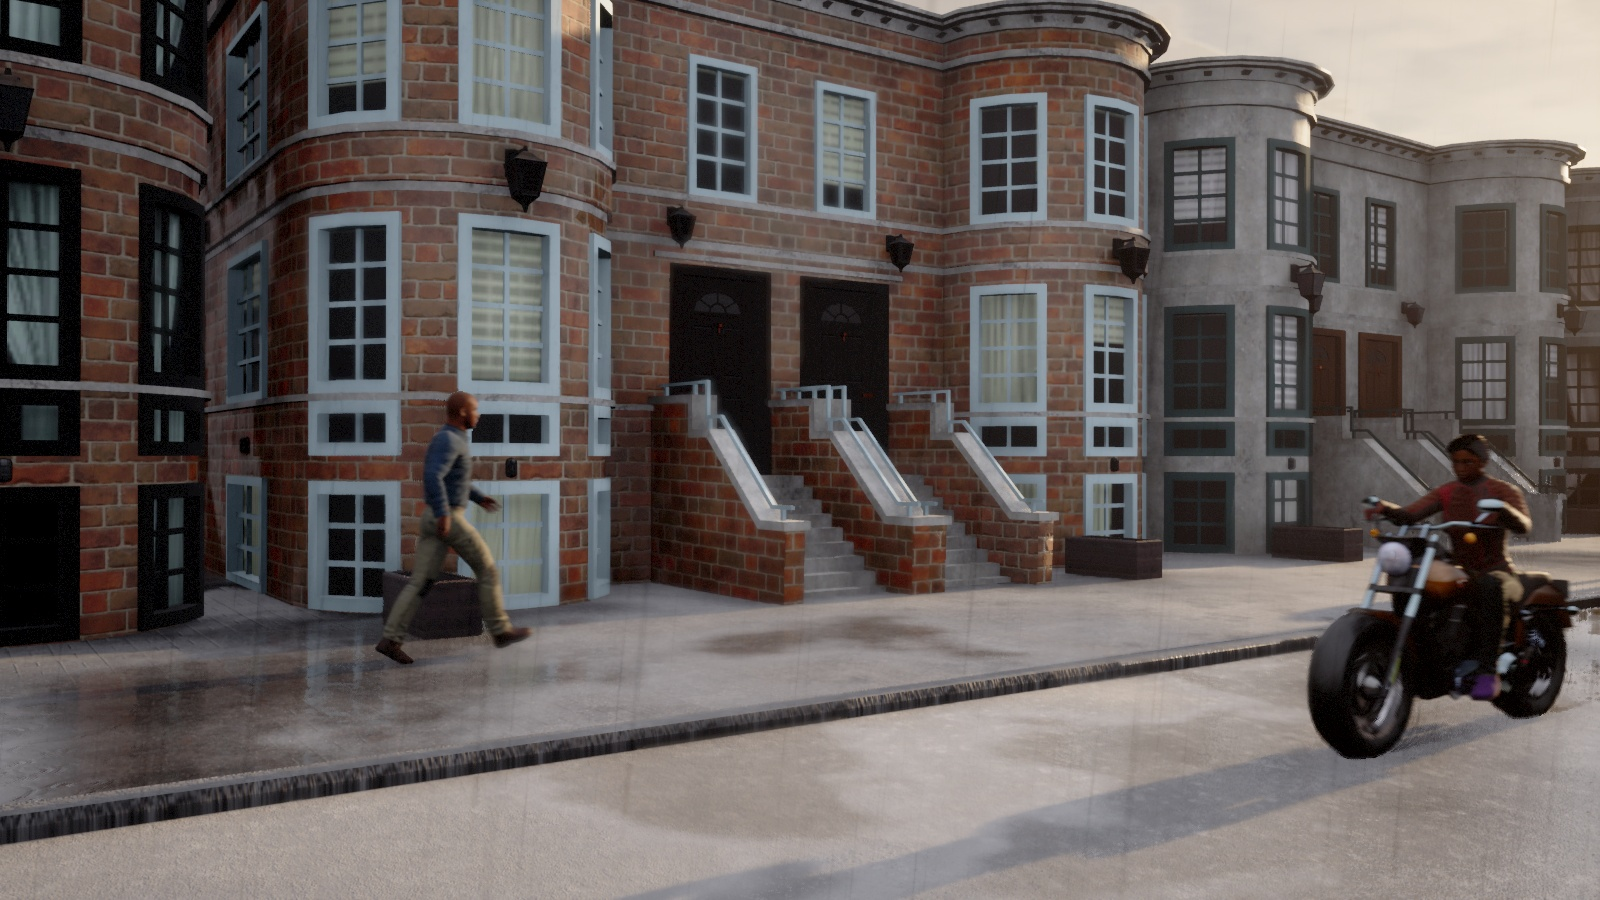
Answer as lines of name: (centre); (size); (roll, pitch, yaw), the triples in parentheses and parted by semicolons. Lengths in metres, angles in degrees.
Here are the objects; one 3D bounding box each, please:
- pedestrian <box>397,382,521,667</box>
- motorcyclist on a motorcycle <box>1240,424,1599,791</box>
pedestrian: (-2.285, 0.480, 8.420); (0.726, 1.835, 0.370); (0, 0, -31)
motorcyclist on a motorcycle: (3.386, 0.704, 6.630); (2.350, 1.649, 0.766); (0, 0, -35)
